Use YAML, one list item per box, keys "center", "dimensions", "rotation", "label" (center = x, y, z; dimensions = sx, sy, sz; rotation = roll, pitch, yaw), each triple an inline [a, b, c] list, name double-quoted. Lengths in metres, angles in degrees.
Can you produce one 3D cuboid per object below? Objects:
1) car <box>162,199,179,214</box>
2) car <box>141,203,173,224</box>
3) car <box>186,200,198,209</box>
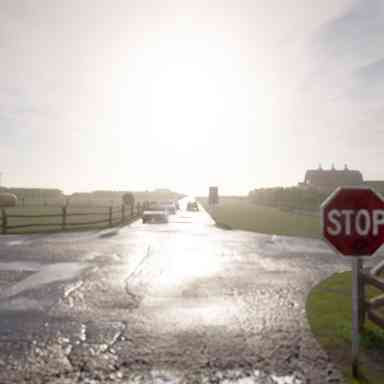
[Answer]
- center: [-2.881, 1.806, 39.149]
  dimensions: [1.837, 1.490, 4.892]
  rotation: [0, -1, 0]
  label: "car"
- center: [-2.867, 1.804, 26.737]
  dimensions: [1.895, 1.301, 4.718]
  rotation: [0, 0, 0]
  label: "car"
- center: [0.057, 1.944, 51.514]
  dimensions: [2.033, 1.411, 5.357]
  rotation: [0, 0, 0]
  label: "car"
